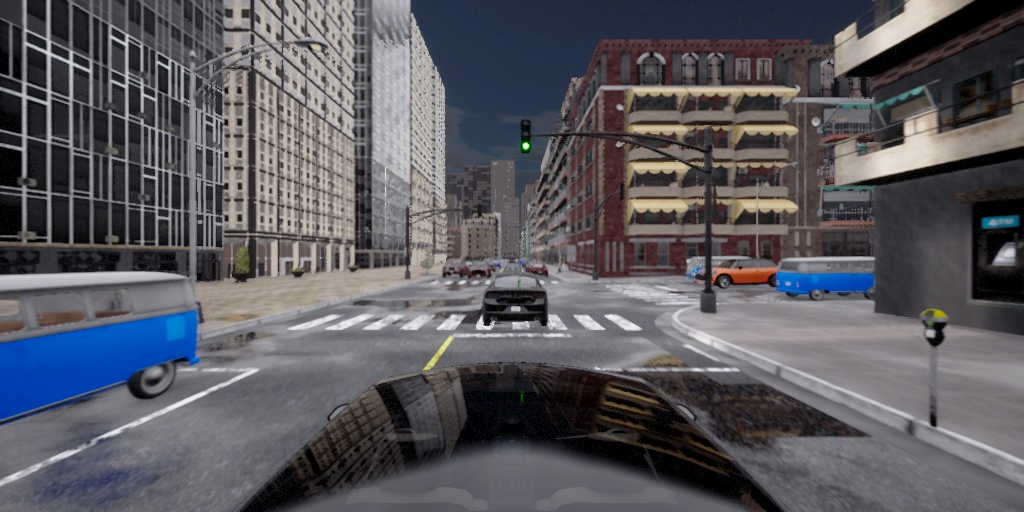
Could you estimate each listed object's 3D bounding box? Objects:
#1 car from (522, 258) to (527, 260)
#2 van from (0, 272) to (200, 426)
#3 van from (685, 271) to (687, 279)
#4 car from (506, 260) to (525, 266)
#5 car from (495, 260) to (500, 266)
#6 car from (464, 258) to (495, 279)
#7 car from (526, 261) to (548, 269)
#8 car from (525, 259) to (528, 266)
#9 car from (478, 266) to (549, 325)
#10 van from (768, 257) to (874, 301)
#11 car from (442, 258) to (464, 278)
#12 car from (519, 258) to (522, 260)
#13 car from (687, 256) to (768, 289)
[{"bbox_3d":[2.685,1.328,47.321,1.967,1.591,4.097,0,0,0],"label":"car"},{"bbox_3d":[-5.692,1.097,3.877,1.690,1.789,3.998,0,0,0],"label":"van"},{"bbox_3d":[13.718,0.922,23.841,3.998,1.789,1.690,0,0,0],"label":"van"},{"bbox_3d":[0.098,1.410,39.355,2.033,1.411,5.357,0,0,0],"label":"car"},{"bbox_3d":[-3.069,1.439,47.975,2.033,1.411,5.357,0,0,0],"label":"car"},{"bbox_3d":[-3.072,1.199,34.596,2.097,1.767,4.553,0,0,-1],"label":"car"},{"bbox_3d":[2.686,1.397,36.267,1.888,1.381,4.507,0,0,0],"label":"car"},{"bbox_3d":[2.685,1.415,41.794,1.888,1.381,4.507,0,0,0],"label":"car"},{"bbox_3d":[0.100,1.255,11.992,1.882,1.535,5.008,0,0,0],"label":"car"},{"bbox_3d":[13.740,0.939,15.460,3.998,1.789,1.690,0,0,0],"label":"van"},{"bbox_3d":[-5.695,1.167,36.267,2.192,1.841,5.009,0,0,0],"label":"car"},{"bbox_3d":[2.683,1.515,63.904,1.948,1.339,4.313,0,0,0],"label":"car"},{"bbox_3d":[13.307,0.944,21.218,4.553,1.767,2.097,-1,0,-1],"label":"car"}]
